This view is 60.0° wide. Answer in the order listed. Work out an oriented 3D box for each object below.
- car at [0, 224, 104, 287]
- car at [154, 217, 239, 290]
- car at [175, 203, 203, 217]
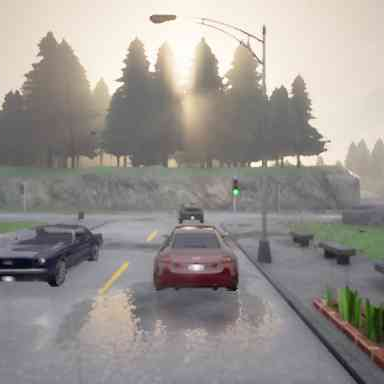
[{"bbox_3d":[-4.082,1.645,9.615,1.895,1.301,4.718,0,0,0],"label":"car"},{"bbox_3d":[0.090,1.606,9.181,1.994,1.385,4.181,0,0,0],"label":"car"},{"bbox_3d":[-0.266,1.625,26.809,1.837,1.490,4.892,1,0,-7],"label":"car"}]
